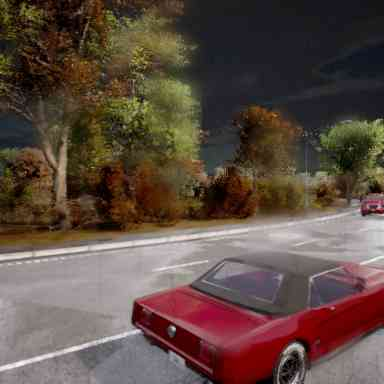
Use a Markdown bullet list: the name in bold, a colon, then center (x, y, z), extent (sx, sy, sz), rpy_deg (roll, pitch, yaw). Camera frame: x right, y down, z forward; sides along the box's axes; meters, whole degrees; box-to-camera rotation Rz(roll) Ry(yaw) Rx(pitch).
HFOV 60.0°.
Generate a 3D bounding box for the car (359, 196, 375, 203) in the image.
- **car**: center (36.099, 1.597, 68.711), extent (1.895, 1.301, 4.718), rpy_deg (0, 0, 16)

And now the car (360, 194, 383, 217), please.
- **car**: center (17.722, 1.256, 31.727), extent (2.150, 2.045, 5.566), rpy_deg (0, 0, 37)

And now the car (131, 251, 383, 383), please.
- **car**: center (1.589, 1.613, 5.123), extent (4.718, 1.301, 1.895), rpy_deg (0, 0, -38)
